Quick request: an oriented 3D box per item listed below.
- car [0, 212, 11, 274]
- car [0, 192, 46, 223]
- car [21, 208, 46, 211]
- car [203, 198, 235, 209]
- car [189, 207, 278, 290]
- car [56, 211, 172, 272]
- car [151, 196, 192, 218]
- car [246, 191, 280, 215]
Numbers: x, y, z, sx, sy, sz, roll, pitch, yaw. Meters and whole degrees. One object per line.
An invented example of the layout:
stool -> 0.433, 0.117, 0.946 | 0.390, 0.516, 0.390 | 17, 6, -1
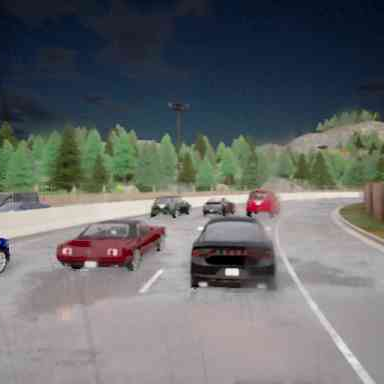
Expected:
car -> -6.150, 1.438, 7.238 | 1.882, 1.535, 5.008 | 0, 1, 6
car -> -13.589, 1.052, 24.425 | 2.150, 2.045, 5.566 | 0, 1, 16
car -> -10.903, 1.328, 20.892 | 1.882, 1.535, 5.008 | 0, 1, 14
car -> 2.316, 1.201, 27.526 | 2.128, 1.511, 4.902 | 0, 1, 20
car -> 1.125, 1.380, 8.920 | 1.882, 1.535, 5.008 | 0, 1, 8
car -> -2.187, 1.506, 10.540 | 1.895, 1.301, 4.718 | 0, 1, 9
car -> -1.597, 1.089, 26.918 | 2.097, 1.767, 4.553 | 0, 1, 18
car -> 5.851, 0.915, 27.138 | 2.150, 2.045, 5.566 | 0, 1, 21
